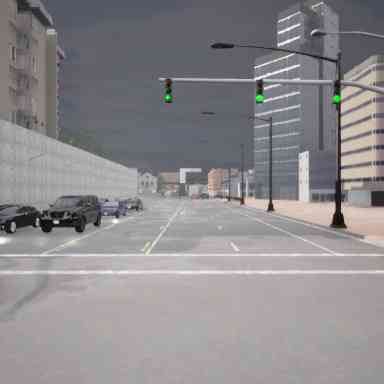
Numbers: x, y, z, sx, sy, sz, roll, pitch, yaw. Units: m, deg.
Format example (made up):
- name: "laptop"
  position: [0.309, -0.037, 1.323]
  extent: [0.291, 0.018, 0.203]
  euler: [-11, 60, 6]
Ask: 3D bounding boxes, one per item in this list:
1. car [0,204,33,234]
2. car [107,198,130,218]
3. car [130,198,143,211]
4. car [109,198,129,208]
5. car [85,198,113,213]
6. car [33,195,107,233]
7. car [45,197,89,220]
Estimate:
- name: "car"
  position: [-10.616, 1.505, 19.542]
  extent: [1.837, 1.490, 4.892]
  euler: [0, 0, 0]
- name: "car"
  position: [-7.122, 1.526, 29.816]
  extent: [1.812, 1.442, 4.674]
  euler: [0, 0, 0]
- name: "car"
  position: [-7.122, 1.491, 40.158]
  extent: [2.128, 1.511, 4.902]
  euler: [0, 0, 0]
- name: "car"
  position: [-10.594, 1.601, 48.488]
  extent: [1.895, 1.301, 4.718]
  euler: [0, 0, 0]
- name: "car"
  position: [-10.624, 1.505, 38.428]
  extent: [1.837, 1.490, 4.892]
  euler: [0, 0, 0]
- name: "car"
  position: [-7.112, 1.221, 20.175]
  extent: [2.150, 2.045, 5.566]
  euler: [0, 0, 0]
- name: "car"
  position: [-10.622, 1.352, 28.610]
  extent: [2.097, 1.767, 4.553]
  euler: [0, 0, 0]
